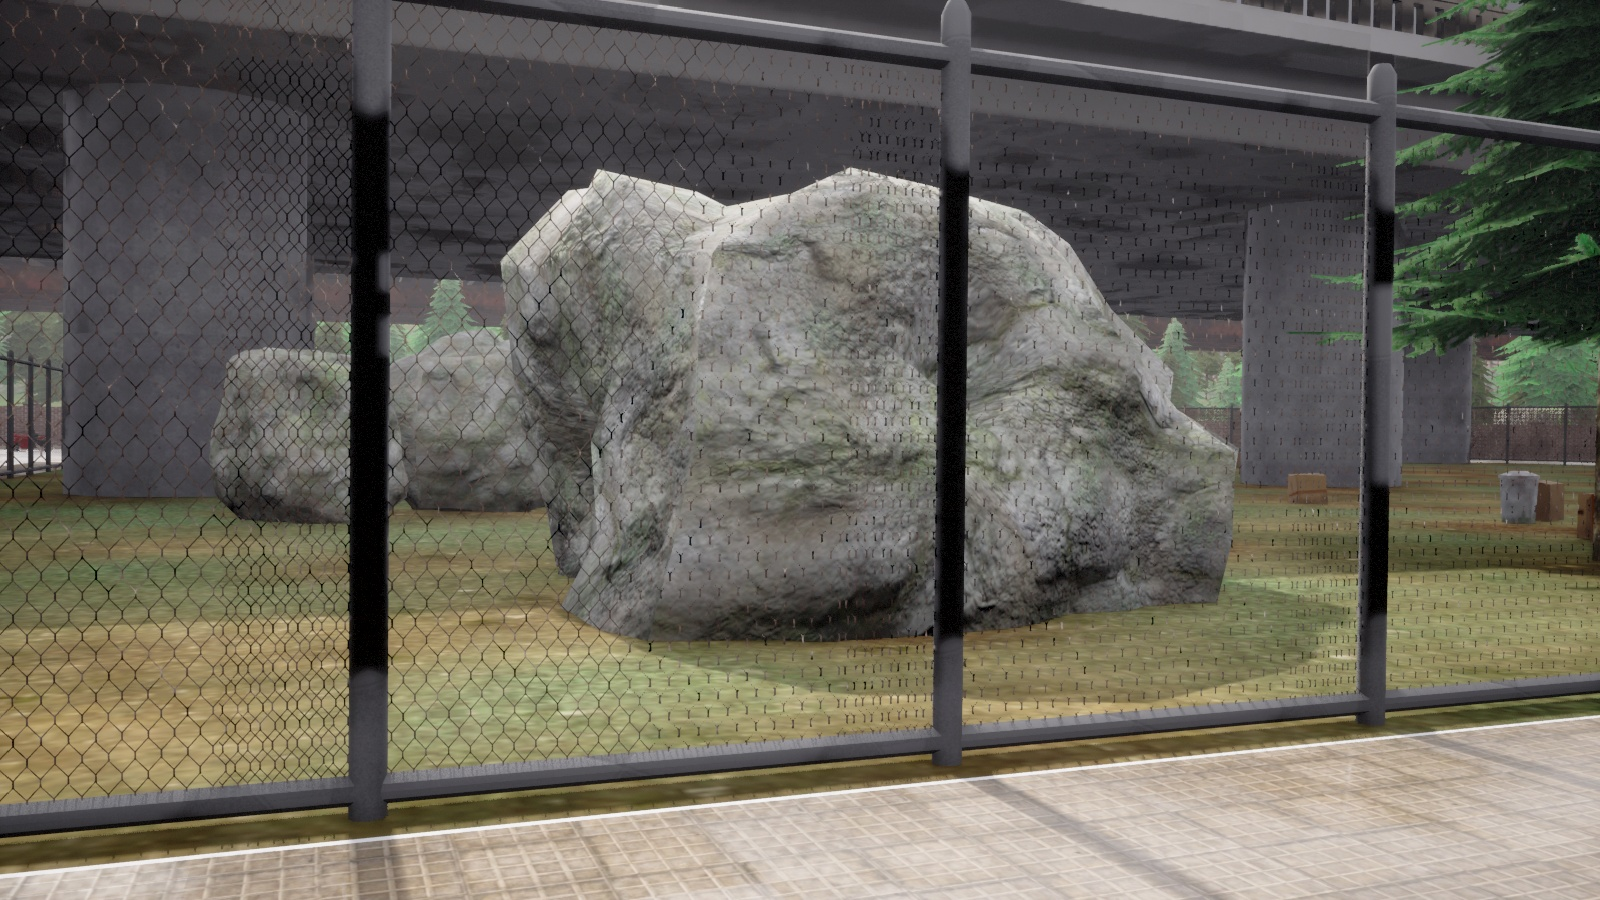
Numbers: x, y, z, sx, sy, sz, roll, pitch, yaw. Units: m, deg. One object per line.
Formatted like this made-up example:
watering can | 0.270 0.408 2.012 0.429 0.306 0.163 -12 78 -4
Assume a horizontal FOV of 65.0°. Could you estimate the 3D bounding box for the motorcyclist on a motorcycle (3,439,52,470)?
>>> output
motorcyclist on a motorcycle | -40.173 0.207 65.297 2.044 1.523 0.797 -2 3 -44
